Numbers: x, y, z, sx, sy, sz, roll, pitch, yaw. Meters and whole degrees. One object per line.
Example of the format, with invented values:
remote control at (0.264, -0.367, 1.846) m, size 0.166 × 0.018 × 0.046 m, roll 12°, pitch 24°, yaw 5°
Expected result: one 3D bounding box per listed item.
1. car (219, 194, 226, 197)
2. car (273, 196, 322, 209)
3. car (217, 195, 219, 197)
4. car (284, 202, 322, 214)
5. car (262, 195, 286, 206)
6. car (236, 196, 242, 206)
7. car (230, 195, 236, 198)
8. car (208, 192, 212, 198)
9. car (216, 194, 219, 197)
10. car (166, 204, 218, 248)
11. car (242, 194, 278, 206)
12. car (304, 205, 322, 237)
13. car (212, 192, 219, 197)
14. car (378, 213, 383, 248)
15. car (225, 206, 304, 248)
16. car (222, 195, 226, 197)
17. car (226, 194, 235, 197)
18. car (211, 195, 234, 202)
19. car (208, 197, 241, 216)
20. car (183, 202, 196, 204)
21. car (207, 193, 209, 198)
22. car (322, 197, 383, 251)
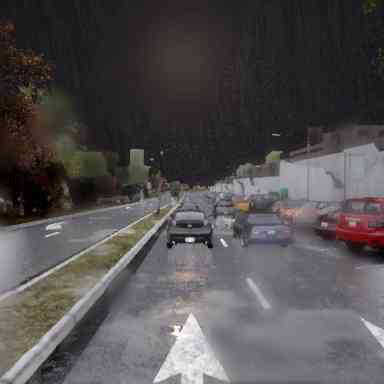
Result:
car at (7.588, 1.536, 57.382) m, size 4.553 × 1.767 × 2.185 m, roll 1°, pitch 0°, yaw -21°
car at (7.942, 1.353, 21.371) m, size 4.553 × 1.767 × 2.185 m, roll 1°, pitch 0°, yaw -21°
car at (7.529, 1.718, 60.370) m, size 4.674 × 1.452 × 2.002 m, roll 1°, pitch 0°, yaw -21°
car at (7.945, 1.477, 18.361) m, size 4.892 × 1.521 × 2.231 m, roll 1°, pitch 0°, yaw -21°
car at (7.850, 1.355, 24.356) m, size 4.553 × 1.767 × 2.185 m, roll 1°, pitch 0°, yaw -21°
car at (7.934, 1.523, 36.435) m, size 5.366 × 1.575 × 1.946 m, roll 1°, pitch -1°, yaw -21°
car at (7.559, 1.533, 39.298) m, size 5.366 × 1.575 × 1.946 m, roll 1°, pitch 0°, yaw -21°
car at (7.358, 1.419, 75.374) m, size 5.566 × 2.045 × 2.435 m, roll 1°, pitch 1°, yaw -21°
car at (7.523, 1.712, 63.395) m, size 4.792 × 1.488 × 2.163 m, roll 1°, pitch 0°, yaw -21°
car at (-0.096, 1.507, 14.629) m, size 1.837 × 1.490 × 4.892 m, roll 0°, pitch 0°, yaw -1°
car at (7.847, 1.246, 30.384) m, size 5.566 × 2.045 × 2.435 m, roll 1°, pitch -1°, yaw -21°
car at (7.992, 1.505, 15.377) m, size 4.792 × 1.488 × 2.163 m, roll 1°, pitch 0°, yaw -21°
car at (7.497, 1.436, 66.394) m, size 5.566 × 2.045 × 2.435 m, roll 1°, pitch 0°, yaw -21°
car at (8.194, 1.477, 9.425) m, size 5.366 × 1.575 × 1.946 m, roll 1°, pitch 0°, yaw -21°
car at (2.904, 1.553, 14.659) m, size 2.033 × 1.411 × 5.357 m, roll 0°, pitch 0°, yaw -1°
car at (7.608, 1.624, 51.370) m, size 5.008 × 1.535 × 2.097 m, roll 1°, pitch -1°, yaw -21°
car at (7.682, 1.307, 42.352) m, size 5.566 × 2.045 × 2.435 m, roll 1°, pitch 0°, yaw -21°
car at (7.492, 1.631, 81.469) m, size 5.366 × 1.575 × 1.946 m, roll 1°, pitch 0°, yaw -21°
car at (2.757, 1.506, 29.667) m, size 2.128 × 1.511 × 4.902 m, roll 0°, pitch 0°, yaw -1°
car at (-0.243, 1.584, 29.638) m, size 1.994 × 1.385 × 4.181 m, roll 0°, pitch 0°, yaw -1°
car at (7.237, 1.613, 87.391) m, size 4.792 × 1.488 × 2.163 m, roll 1°, pitch 1°, yaw -21°
car at (8.024, 1.226, 12.374) m, size 5.566 × 2.045 × 2.435 m, roll 1°, pitch 0°, yaw -21°
